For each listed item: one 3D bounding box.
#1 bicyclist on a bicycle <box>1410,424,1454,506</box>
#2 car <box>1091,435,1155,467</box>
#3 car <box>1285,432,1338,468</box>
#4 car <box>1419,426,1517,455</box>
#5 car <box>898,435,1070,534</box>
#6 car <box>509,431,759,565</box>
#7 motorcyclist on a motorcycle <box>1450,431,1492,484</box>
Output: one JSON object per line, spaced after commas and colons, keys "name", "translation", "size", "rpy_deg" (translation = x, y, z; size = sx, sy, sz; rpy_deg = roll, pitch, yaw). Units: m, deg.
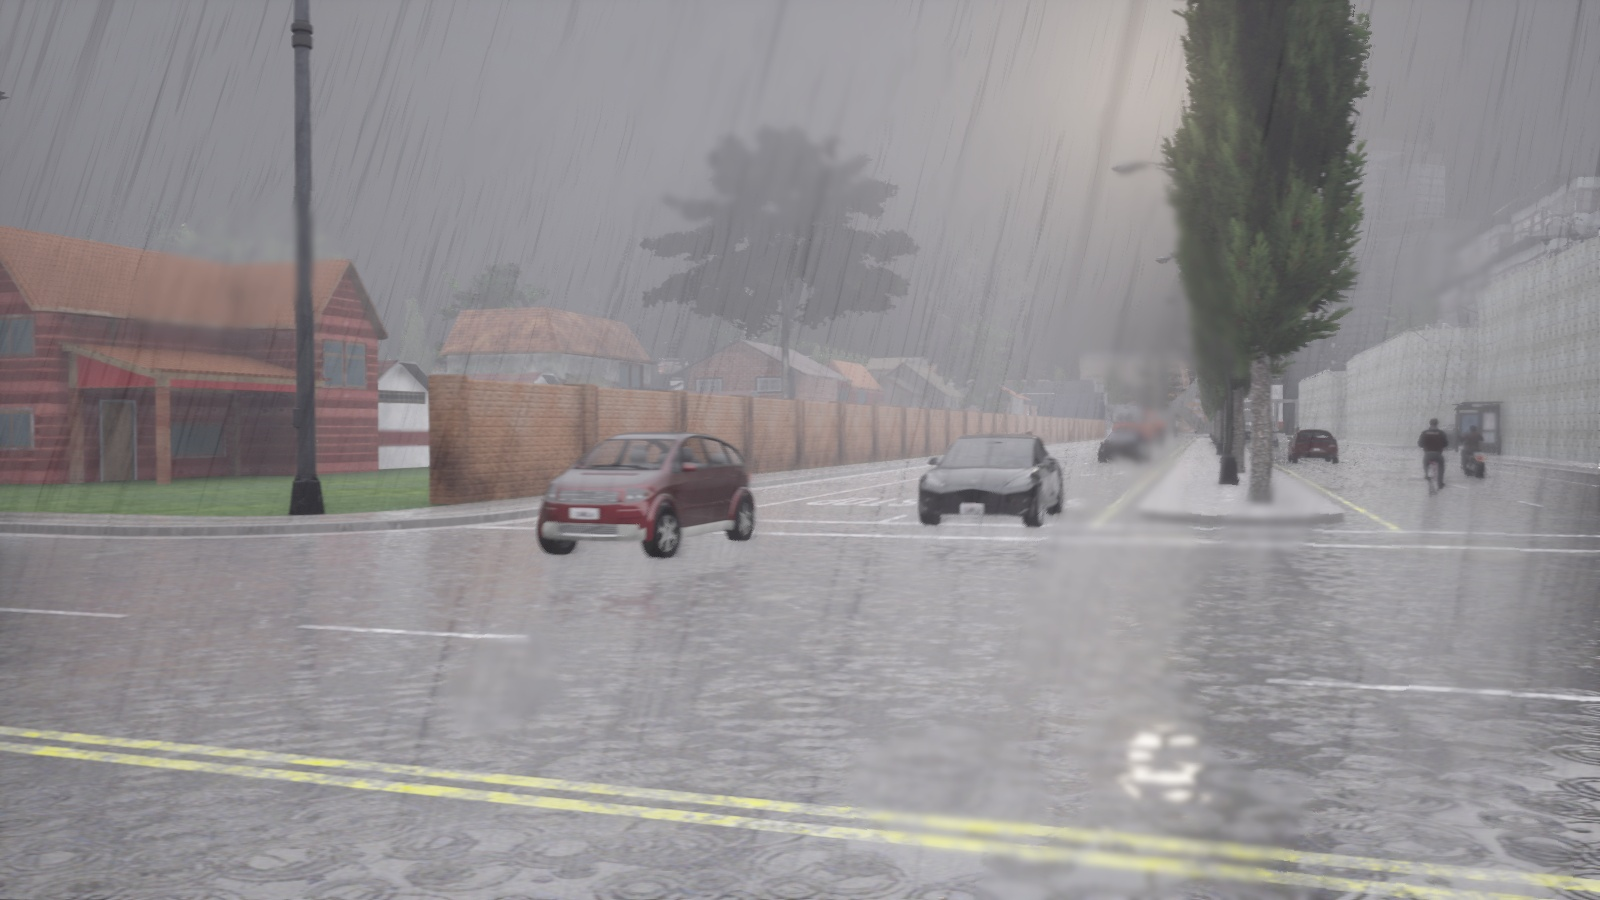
{"name": "bicyclist on a bicycle", "translation": [14.158, 0.300, 28.103], "size": [0.659, 1.776, 1.843], "rpy_deg": [1, 1, 33]}
{"name": "car", "translation": [14.989, 0.001, 58.061], "size": [2.033, 1.411, 5.357], "rpy_deg": [1, 1, 23]}
{"name": "car", "translation": [23.451, -0.032, 57.705], "size": [1.882, 1.535, 5.008], "rpy_deg": [1, 1, 18]}
{"name": "car", "translation": [42.745, -0.613, 80.420], "size": [5.027, 1.651, 2.152], "rpy_deg": [-2, 0, 0]}
{"name": "car", "translation": [3.319, 0.490, 21.766], "size": [2.163, 1.488, 4.792], "rpy_deg": [1, 1, 18]}
{"name": "car", "translation": [-2.065, 0.530, 16.712], "size": [1.789, 1.549, 3.705], "rpy_deg": [1, 1, 20]}
{"name": "motorcyclist on a motorcycle", "translation": [21.362, 0.217, 40.011], "size": [0.766, 1.649, 2.350], "rpy_deg": [1, 1, 18]}
